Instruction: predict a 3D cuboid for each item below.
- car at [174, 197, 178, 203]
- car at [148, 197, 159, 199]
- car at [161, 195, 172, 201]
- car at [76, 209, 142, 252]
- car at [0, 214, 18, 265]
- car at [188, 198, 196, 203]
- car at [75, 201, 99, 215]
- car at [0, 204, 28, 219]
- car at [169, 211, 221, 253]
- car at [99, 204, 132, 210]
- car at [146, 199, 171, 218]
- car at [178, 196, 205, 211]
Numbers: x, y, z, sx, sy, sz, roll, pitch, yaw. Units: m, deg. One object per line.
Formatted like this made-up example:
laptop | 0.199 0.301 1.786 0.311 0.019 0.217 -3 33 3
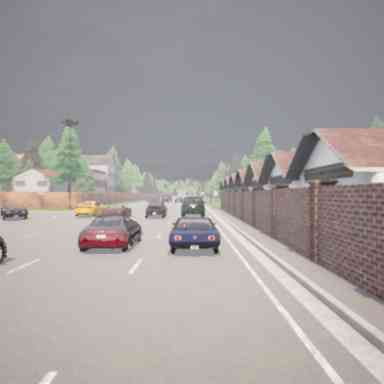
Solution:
car | -3.505 2.083 85.960 1.994 1.385 4.181 0 0 0
car | -10.505 2.082 85.925 1.994 1.385 4.181 0 0 0
car | -7.005 2.011 86.345 1.882 1.535 5.008 0 0 0
car | -3.402 1.656 14.453 1.994 1.385 4.181 0 0 0
car | -6.900 1.562 8.850 1.837 1.490 4.892 0 0 0
car | -0.005 2.126 85.992 1.895 1.301 4.718 0 0 0
car | -10.402 1.693 34.180 1.882 1.535 5.008 0 0 0
car | -16.419 1.794 30.587 1.895 1.301 4.718 0 0 -33
car | 0.098 1.690 14.073 1.895 1.301 4.718 0 0 0
car | -6.902 1.797 31.132 1.895 1.301 4.718 0 0 0
car | -3.402 1.711 32.632 1.837 1.490 4.892 0 0 0
car | 0.098 1.422 31.813 2.150 2.045 5.566 0 0 0
